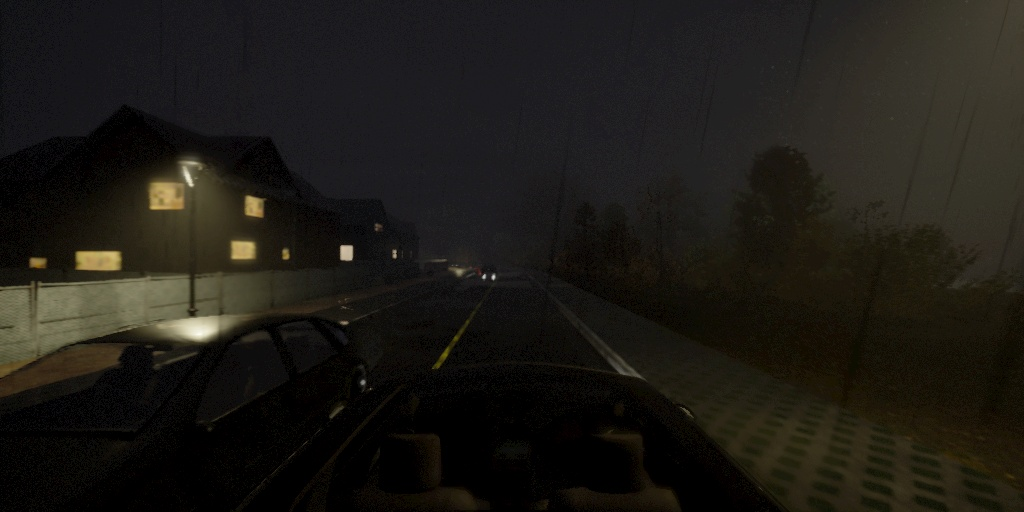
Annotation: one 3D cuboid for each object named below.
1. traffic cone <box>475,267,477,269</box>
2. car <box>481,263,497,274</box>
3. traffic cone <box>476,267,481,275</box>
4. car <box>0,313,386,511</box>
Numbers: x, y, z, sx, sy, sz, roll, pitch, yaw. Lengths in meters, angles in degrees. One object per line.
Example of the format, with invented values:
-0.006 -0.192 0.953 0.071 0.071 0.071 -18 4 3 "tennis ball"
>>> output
-4.252 1.740 45.931 0.340 0.580 0.340 0 0 35 "traffic cone"
-3.020 1.564 47.295 1.994 1.385 4.181 1 -1 -2 "car"
-3.857 1.937 42.564 0.340 0.580 0.340 0 0 0 "traffic cone"
-2.851 1.306 3.229 2.033 1.411 5.357 0 0 0 "car"
